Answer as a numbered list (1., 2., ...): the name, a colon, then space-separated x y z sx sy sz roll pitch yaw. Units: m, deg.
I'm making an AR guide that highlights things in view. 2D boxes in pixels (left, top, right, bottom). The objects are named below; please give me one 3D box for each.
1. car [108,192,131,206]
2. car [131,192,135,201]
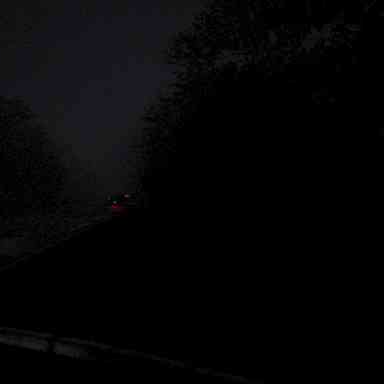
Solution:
1. car: -9.567 0.938 43.187 1.837 1.490 4.892 -1 1 -2
2. car: -10.160 0.775 53.319 2.128 1.511 4.902 -1 1 -3
